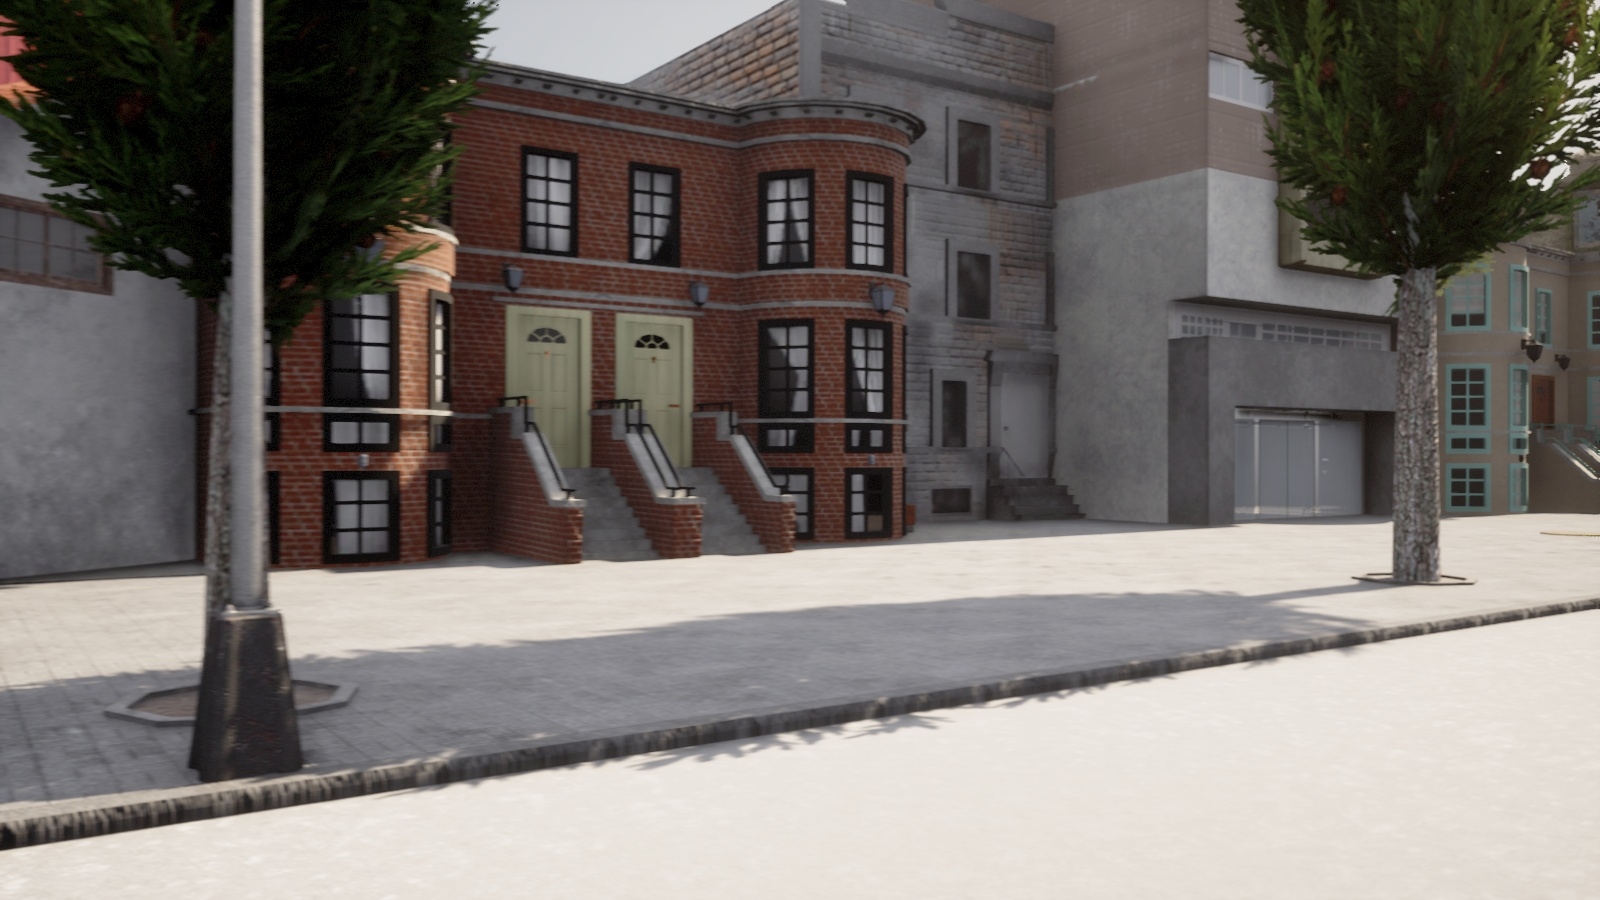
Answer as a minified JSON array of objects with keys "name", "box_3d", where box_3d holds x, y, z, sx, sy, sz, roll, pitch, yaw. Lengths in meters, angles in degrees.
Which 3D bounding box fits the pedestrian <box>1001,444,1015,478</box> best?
[{"name":"pedestrian","box_3d":[11.764,0.603,71.002,0.396,1.930,0.692,0,0,-36]}]
